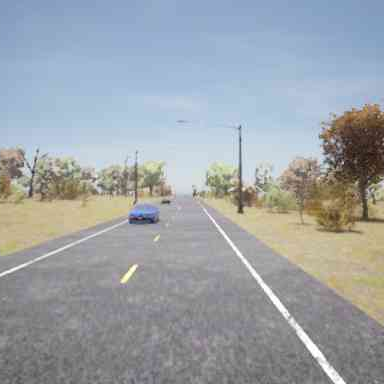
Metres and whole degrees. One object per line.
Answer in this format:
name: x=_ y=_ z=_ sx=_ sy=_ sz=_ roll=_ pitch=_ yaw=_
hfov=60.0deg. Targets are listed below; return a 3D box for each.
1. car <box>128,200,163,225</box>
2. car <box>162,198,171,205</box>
car: x=-3.599 y=1.581 z=25.586 sx=1.882 sy=1.535 sz=5.008 roll=0 pitch=0 yaw=0
car: x=-5.237 y=1.888 z=66.834 sx=1.895 sy=1.301 sz=4.718 roll=0 pitch=0 yaw=-7
